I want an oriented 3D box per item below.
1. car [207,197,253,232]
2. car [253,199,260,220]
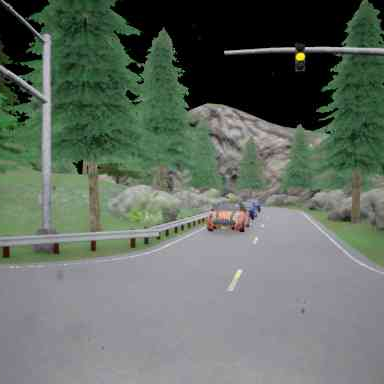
[{"bbox_3d":[2.310,1.383,20.322,2.097,1.767,4.553,0,0,15],"label":"car"},{"bbox_3d":[4.653,1.522,29.154,1.882,1.535,5.008,0,0,15],"label":"car"}]
